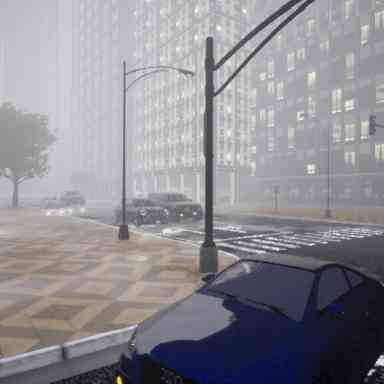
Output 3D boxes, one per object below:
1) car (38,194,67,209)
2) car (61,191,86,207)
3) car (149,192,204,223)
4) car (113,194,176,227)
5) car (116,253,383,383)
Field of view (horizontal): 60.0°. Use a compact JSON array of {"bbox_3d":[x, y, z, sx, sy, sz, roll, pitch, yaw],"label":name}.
[{"bbox_3d":[-16.812,1.248,39.634,1.895,1.301,4.718,0,0,-36],"label":"car"},{"bbox_3d":[-15.876,0.860,43.857,2.150,2.045,5.566,0,0,-36],"label":"car"},{"bbox_3d":[-1.444,1.062,24.350,2.150,2.045,5.566,0,0,-37],"label":"car"},{"bbox_3d":[-3.324,1.188,21.433,2.097,1.767,4.553,0,0,-37],"label":"car"},{"bbox_3d":[1.133,1.564,4.284,1.994,1.385,4.181,1,0,42],"label":"car"}]
